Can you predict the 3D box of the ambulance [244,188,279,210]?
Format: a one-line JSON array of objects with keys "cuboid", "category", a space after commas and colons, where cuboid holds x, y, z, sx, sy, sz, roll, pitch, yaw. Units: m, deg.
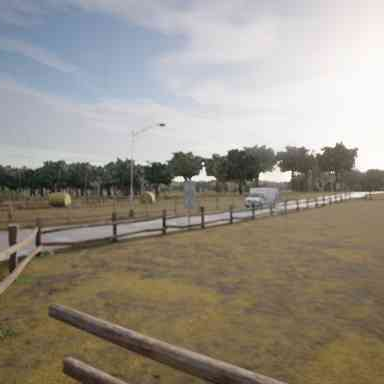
[{"cuboid": [8.722, 0.794, 41.678, 2.351, 2.431, 6.366, 2, 2, 35], "category": "ambulance"}]
